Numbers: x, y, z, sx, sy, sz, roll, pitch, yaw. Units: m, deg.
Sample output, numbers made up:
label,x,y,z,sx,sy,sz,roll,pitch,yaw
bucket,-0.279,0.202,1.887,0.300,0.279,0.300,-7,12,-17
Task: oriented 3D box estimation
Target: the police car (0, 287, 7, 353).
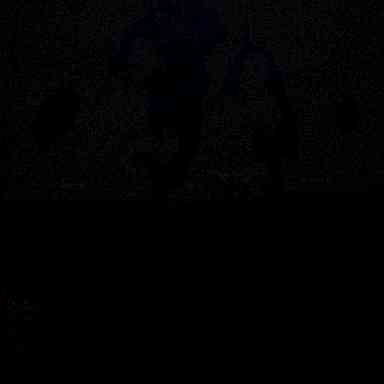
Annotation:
label,x,y,z,sx,sy,sz,roll,pitch,yaw
police car,-4.651,1.475,5.023,5.238,1.638,1.930,-1,1,40
